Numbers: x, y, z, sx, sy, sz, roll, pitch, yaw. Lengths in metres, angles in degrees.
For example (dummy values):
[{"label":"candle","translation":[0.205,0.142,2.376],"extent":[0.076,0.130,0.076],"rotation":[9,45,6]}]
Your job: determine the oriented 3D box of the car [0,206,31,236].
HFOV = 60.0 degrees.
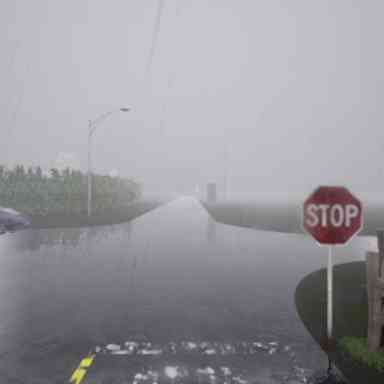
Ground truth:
[{"label":"car","translation":[-10.563,1.361,16.444],"extent":[4.674,1.442,1.812],"rotation":[1,1,-9]}]
